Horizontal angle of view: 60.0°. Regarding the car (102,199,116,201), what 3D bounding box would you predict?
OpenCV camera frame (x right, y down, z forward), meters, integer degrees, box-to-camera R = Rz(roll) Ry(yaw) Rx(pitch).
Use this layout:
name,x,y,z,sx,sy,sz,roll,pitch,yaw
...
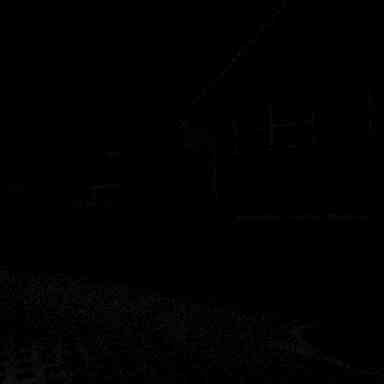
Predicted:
name,x,y,z,sx,sy,sz,roll,pitch,yaw
car,-12.210,2.102,47.919,2.150,2.045,5.566,-3,-2,20
